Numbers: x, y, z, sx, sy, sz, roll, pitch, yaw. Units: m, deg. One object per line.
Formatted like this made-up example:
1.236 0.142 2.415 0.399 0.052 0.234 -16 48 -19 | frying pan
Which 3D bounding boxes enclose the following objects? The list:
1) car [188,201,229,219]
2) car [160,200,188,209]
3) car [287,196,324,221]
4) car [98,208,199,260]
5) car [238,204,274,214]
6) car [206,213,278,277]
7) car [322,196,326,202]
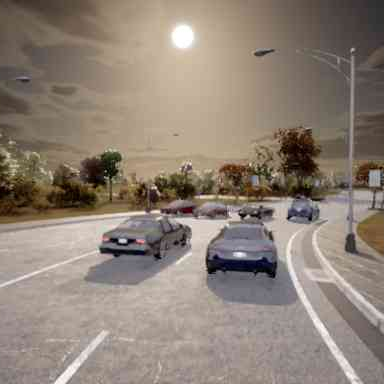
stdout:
1.786 1.598 30.064 1.812 1.442 4.674 1 0 30 | car
-1.152 1.503 31.942 1.882 1.535 5.008 1 0 30 | car
10.124 1.553 29.961 2.097 1.767 4.553 1 0 31 | car
-1.494 1.574 12.735 2.033 1.411 5.357 1 0 15 | car
5.832 1.735 29.687 1.895 1.301 4.718 1 0 30 | car
1.695 1.617 10.630 1.994 1.385 4.181 0 0 13 | car
24.500 1.369 64.664 1.895 1.301 4.718 1 1 34 | car
